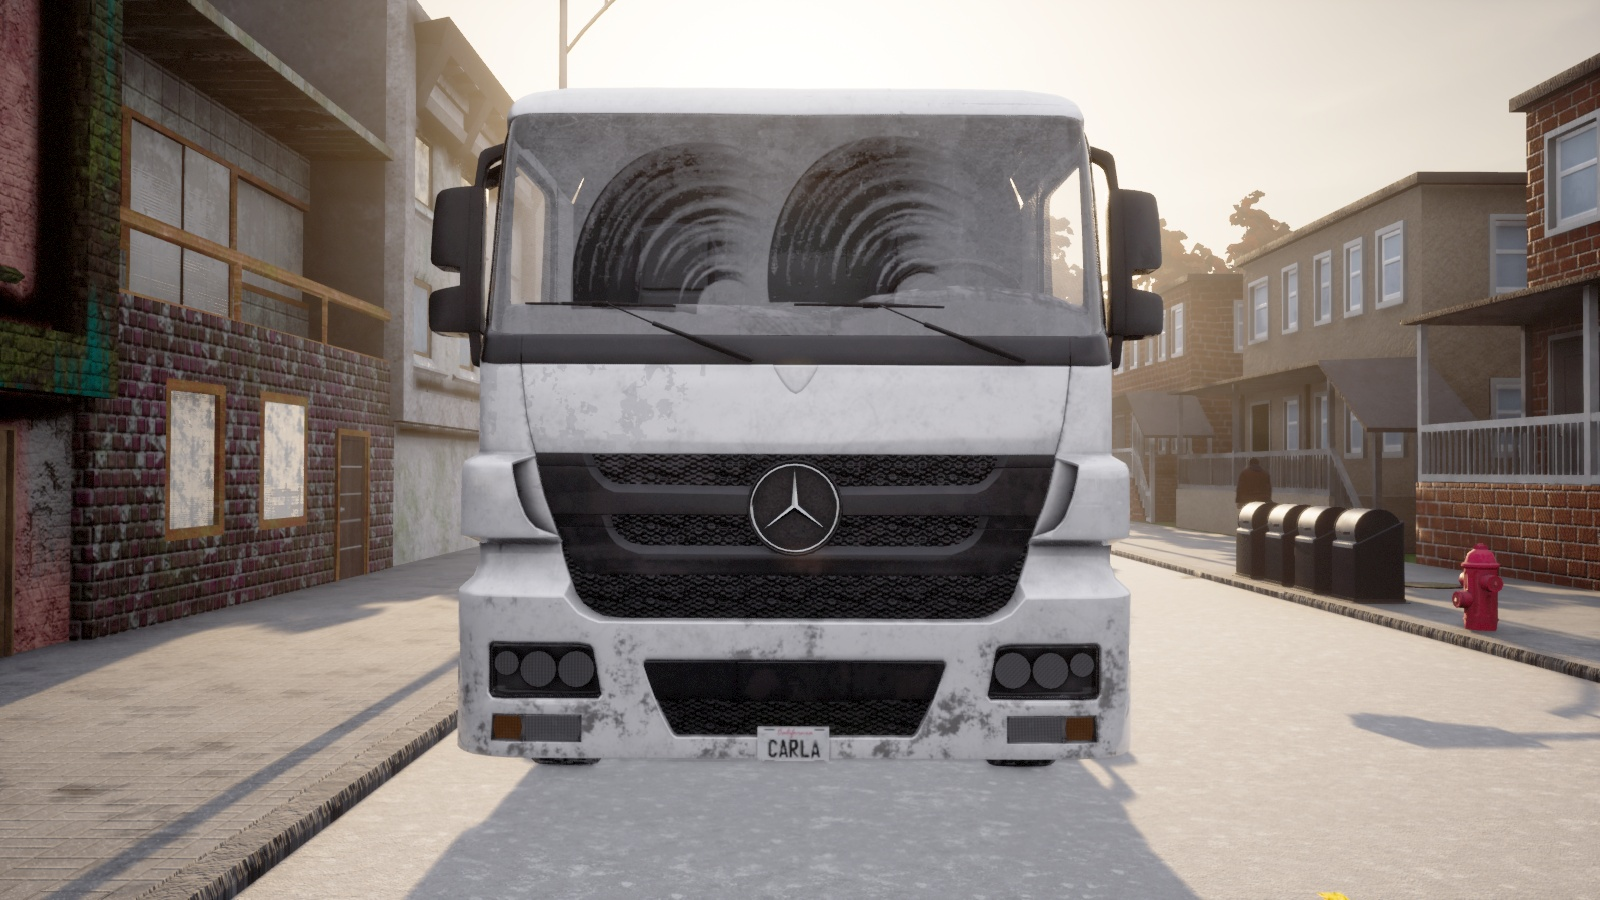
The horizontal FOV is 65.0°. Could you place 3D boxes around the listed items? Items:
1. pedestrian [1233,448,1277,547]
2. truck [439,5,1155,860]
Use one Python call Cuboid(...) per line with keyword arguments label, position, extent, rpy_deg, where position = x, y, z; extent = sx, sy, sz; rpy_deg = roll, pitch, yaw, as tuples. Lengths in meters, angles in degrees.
Cuboid(label="pedestrian", position=(8.593, 0.888, 23.755), extent=(0.634, 1.844, 0.899), rpy_deg=(0, -1, 11))
Cuboid(label="truck", position=(-0.025, -0.015, 9.072), extent=(2.891, 3.462, 7.936), rpy_deg=(0, -1, 0))
